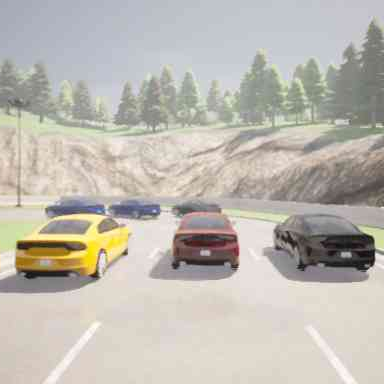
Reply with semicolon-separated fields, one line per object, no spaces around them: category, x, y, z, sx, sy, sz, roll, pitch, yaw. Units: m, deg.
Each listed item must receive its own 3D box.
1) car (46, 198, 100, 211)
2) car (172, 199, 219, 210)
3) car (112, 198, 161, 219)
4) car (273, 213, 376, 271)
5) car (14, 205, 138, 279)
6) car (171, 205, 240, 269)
car;-8.709;1.224;24.709;5.008;1.535;1.882;1;-1;30
car;0.272;1.276;26.164;2.128;1.511;4.902;0;0;-35
car;-4.628;1.233;26.374;5.008;1.535;1.882;1;0;42
car;3.931;1.409;10.741;1.882;1.535;5.008;0;0;2
car;-3.122;1.379;9.780;1.882;1.535;5.008;0;1;2
car;0.436;1.389;10.874;1.882;1.535;5.008;0;0;2
